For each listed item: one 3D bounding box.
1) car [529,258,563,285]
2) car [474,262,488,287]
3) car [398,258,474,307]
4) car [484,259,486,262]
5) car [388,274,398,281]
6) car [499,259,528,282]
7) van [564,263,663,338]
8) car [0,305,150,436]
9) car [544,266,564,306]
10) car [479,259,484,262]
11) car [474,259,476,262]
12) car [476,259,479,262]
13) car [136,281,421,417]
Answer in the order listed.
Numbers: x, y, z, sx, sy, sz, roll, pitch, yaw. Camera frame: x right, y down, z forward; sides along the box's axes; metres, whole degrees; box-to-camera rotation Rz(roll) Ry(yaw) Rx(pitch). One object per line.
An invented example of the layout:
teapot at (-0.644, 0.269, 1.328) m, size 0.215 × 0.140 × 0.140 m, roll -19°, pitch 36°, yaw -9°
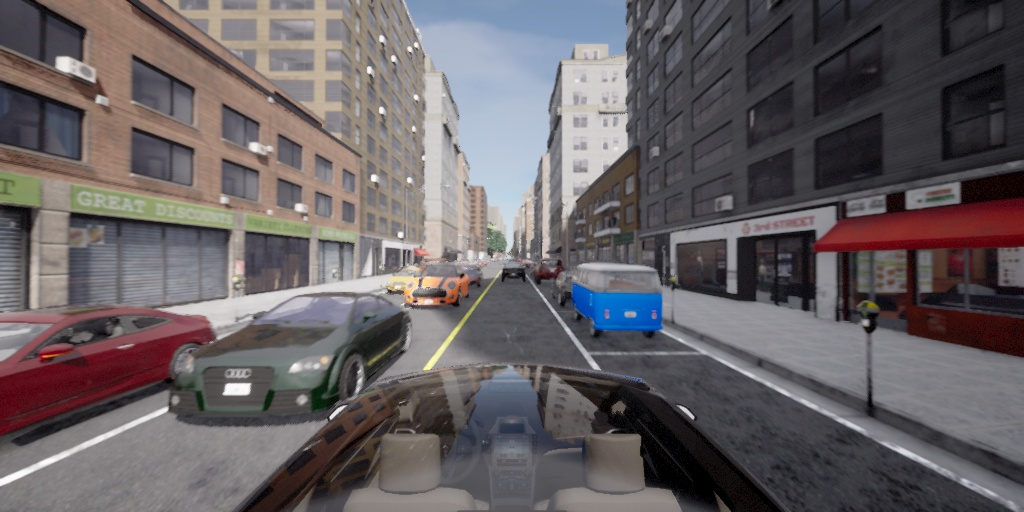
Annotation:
car at (2.686, 1.080, 26.445) m, size 2.192 × 1.841 × 5.009 m, roll 0°, pitch 0°, yaw 0°
car at (-2.988, 1.327, 24.445) m, size 1.994 × 1.385 × 4.181 m, roll 0°, pitch 0°, yaw 0°
car at (-3.053, 1.108, 15.524) m, size 2.097 × 1.767 × 4.553 m, roll 0°, pitch 0°, yaw 0°
car at (-5.826, 1.249, 59.390) m, size 1.967 × 1.591 × 4.097 m, roll 0°, pitch 0°, yaw 0°
car at (-5.847, 1.284, 20.770) m, size 1.751 × 1.417 × 4.829 m, roll 0°, pitch 0°, yaw 0°
car at (0.115, 1.245, 29.749) m, size 1.882 × 1.535 × 5.008 m, roll 0°, pitch 0°, yaw 0°
van at (2.678, 1.095, 9.970) m, size 1.690 × 1.789 × 3.998 m, roll 0°, pitch 0°, yaw 0°
car at (-5.856, 1.332, 4.461) m, size 1.802 × 1.307 × 4.207 m, roll 0°, pitch 0°, yaw 0°
car at (2.681, 1.308, 15.462) m, size 2.007 × 1.370 × 4.403 m, roll 0°, pitch 0°, yaw 0°
car at (-5.829, 1.350, 53.897) m, size 2.007 × 1.370 × 4.403 m, roll 0°, pitch 0°, yaw 0°
car at (-5.835, 1.222, 42.911) m, size 1.967 × 1.591 × 4.097 m, roll 0°, pitch 0°, yaw 0°
car at (-5.832, 1.315, 48.235) m, size 1.751 × 1.417 × 4.829 m, roll 0°, pitch 0°, yaw 0°
car at (-3.099, 1.316, 6.021) m, size 1.994 × 1.385 × 4.181 m, roll 0°, pitch 0°, yaw 0°
